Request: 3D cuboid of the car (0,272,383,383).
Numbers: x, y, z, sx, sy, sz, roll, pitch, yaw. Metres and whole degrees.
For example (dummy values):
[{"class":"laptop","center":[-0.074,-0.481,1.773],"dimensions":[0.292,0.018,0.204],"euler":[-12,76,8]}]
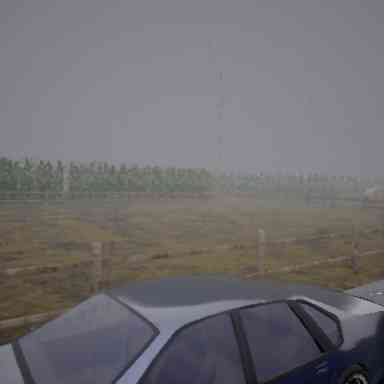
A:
[{"class":"car","center":[-0.134,1.565,2.974],"dimensions":[5.357,1.411,2.033],"euler":[1,0,-35]}]
